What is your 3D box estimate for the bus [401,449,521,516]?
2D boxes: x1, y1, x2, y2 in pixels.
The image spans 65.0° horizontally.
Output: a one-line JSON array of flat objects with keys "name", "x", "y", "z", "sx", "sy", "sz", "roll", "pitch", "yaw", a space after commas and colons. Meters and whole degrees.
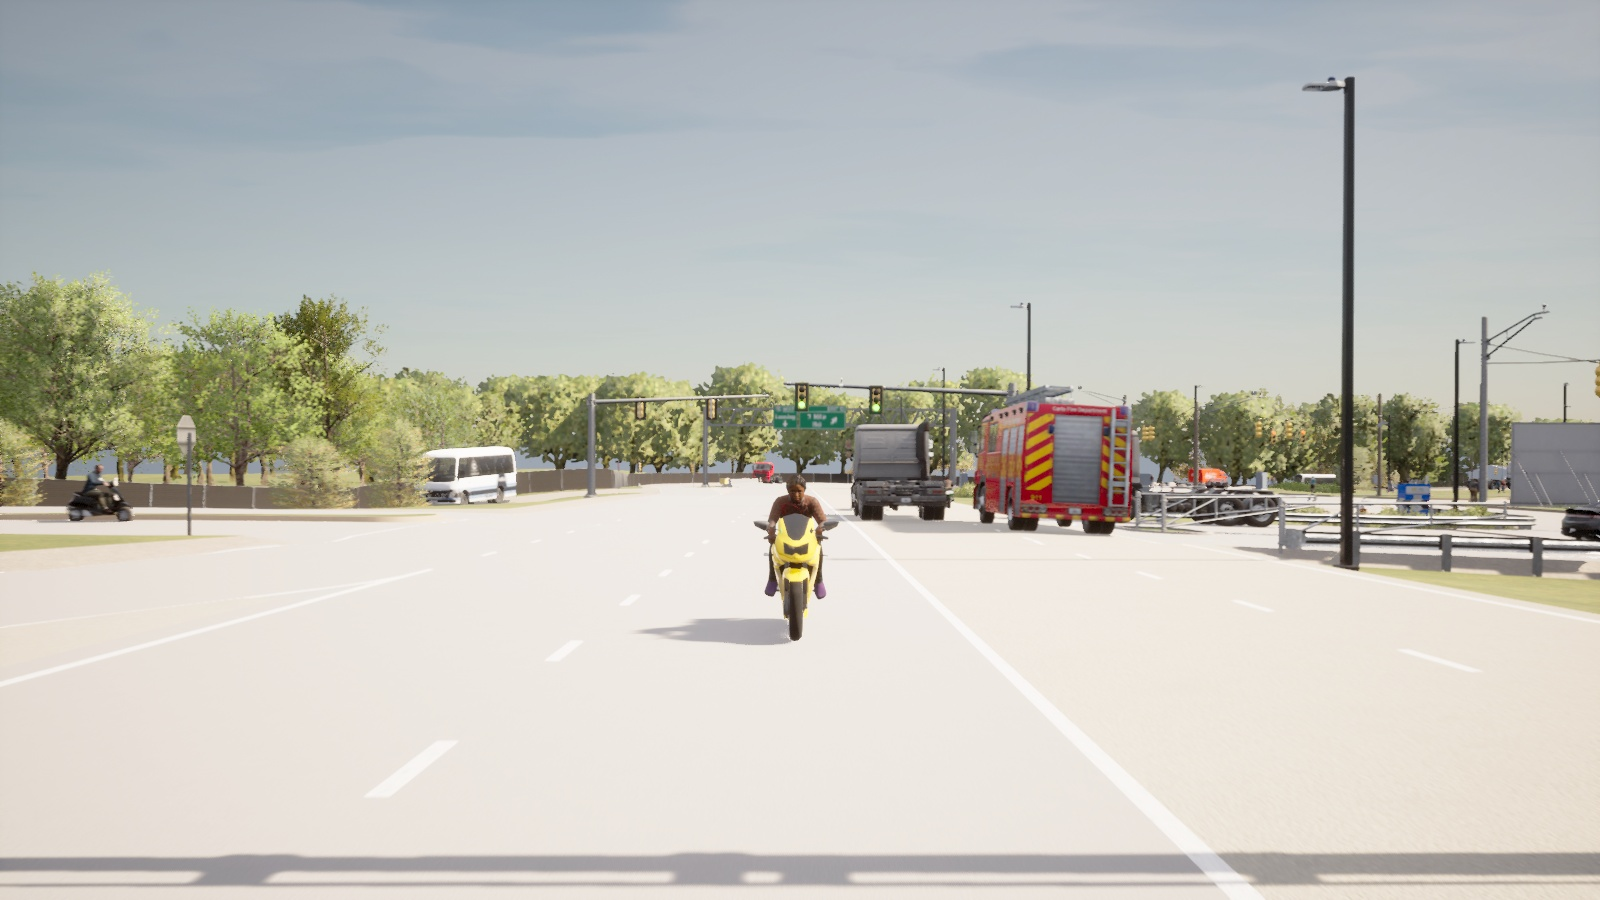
[{"name": "bus", "x": -23.963, "y": 2.200, "z": 89.537, "sx": 3.944, "sy": 4.253, "sz": 10.273, "roll": -1, "pitch": 1, "yaw": 12}]

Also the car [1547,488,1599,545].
[{"name": "car", "x": 23.707, "y": 1.808, "z": 34.704, "sx": 4.902, "sy": 1.511, "sz": 2.128, "roll": 0, "pitch": -1, "yaw": -2}]

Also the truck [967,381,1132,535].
[{"name": "truck", "x": 6.939, "y": 0.291, "z": 36.293, "sx": 2.891, "sy": 3.827, "sz": 8.468, "roll": 2, "pitch": -1, "yaw": 0}]

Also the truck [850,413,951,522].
[{"name": "truck", "x": 3.387, "y": 0.631, "z": 44.246, "sx": 2.891, "sy": 3.462, "sz": 7.936, "roll": 0, "pitch": -1, "yaw": 0}]

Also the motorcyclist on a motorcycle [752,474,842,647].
[{"name": "motorcyclist on a motorcycle", "x": -0.030, "y": 1.000, "z": 12.189, "sx": 0.797, "sy": 1.523, "sz": 2.044, "roll": 0, "pitch": -1, "yaw": 0}]

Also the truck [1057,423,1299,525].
[{"name": "truck", "x": 13.747, "y": 0.880, "z": 46.097, "sx": 7.936, "sy": 3.462, "sz": 2.891, "roll": 1, "pitch": -1, "yaw": -1}]

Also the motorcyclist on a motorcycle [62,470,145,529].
[{"name": "motorcyclist on a motorcycle", "x": -19.074, "y": 1.337, "z": 34.418, "sx": 1.817, "sy": 1.590, "sz": 0.866, "roll": 0, "pitch": -1, "yaw": -1}]
